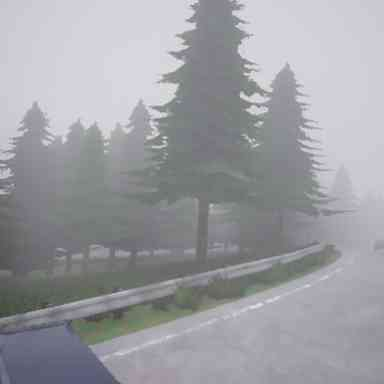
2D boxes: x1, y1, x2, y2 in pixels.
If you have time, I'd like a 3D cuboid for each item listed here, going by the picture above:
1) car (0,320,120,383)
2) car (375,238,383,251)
[{"bbox_3d":[-2.794,1.642,1.717,4.718,1.301,1.895,-1,0,-35],"label":"car"},{"bbox_3d":[19.807,5.422,34.001,1.895,1.301,4.718,1,-8,27],"label":"car"}]
